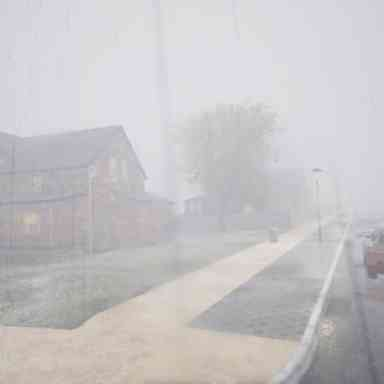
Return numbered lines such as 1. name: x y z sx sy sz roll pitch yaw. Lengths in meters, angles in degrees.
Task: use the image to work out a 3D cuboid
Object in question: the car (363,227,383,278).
1. car: 6.577 1.795 10.595 1.994 1.385 4.181 -4 -3 27
